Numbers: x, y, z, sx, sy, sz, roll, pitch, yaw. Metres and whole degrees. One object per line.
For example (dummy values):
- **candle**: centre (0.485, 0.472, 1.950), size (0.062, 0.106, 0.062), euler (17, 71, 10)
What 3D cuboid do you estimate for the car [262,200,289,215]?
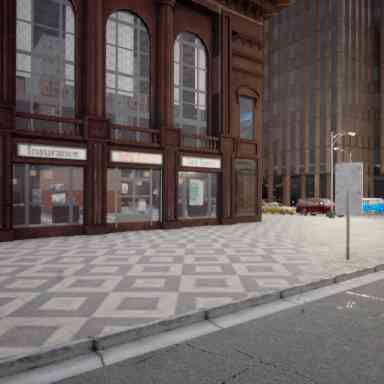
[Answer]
- **car**: centre (9.449, 1.799, 37.103), size (1.752, 1.417, 4.829), euler (0, 0, -35)

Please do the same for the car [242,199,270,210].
- **car**: centre (9.813, 1.893, 51.355), size (1.967, 1.590, 4.097), euler (-1, 0, -35)

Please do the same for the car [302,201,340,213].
- **car**: centre (16.308, 1.898, 42.170), size (1.802, 1.307, 4.206), euler (-1, 0, -35)

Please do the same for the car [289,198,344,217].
- **car**: centre (12.595, 1.522, 32.650), size (2.192, 1.841, 5.009), euler (0, 0, -35)

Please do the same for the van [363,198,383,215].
- **van**: centre (19.551, 1.589, 37.579), size (1.690, 1.788, 3.998), euler (-1, 0, -35)
